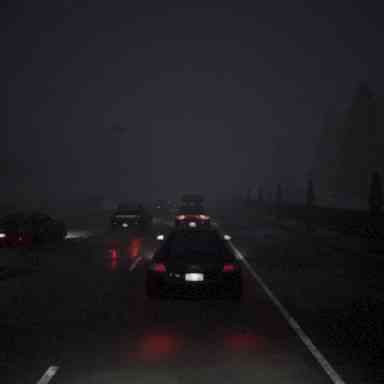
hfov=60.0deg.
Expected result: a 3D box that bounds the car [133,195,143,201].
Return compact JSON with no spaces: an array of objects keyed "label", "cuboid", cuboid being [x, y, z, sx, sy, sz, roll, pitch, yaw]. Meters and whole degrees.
[{"label":"car","cuboid":[-14.461,1.549,89.284,1.812,1.442,4.674,0,0,-1]}]

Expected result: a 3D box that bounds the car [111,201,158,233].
[{"label":"car","cuboid":[-3.474,1.503,19.703,2.128,1.511,4.902,0,0,0]}]

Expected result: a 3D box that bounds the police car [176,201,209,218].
[{"label":"police car","cuboid":[0.024,1.513,19.650,2.038,1.542,4.974,0,0,0]}]

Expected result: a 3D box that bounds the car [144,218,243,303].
[{"label":"car","cuboid":[0.051,1.568,8.251,1.994,1.385,4.181,0,0,0]}]

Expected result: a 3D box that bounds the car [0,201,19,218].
[{"label":"car","cuboid":[-17.714,1.581,30.128,1.994,1.385,4.181,0,0,0]}]

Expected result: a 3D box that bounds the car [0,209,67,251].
[{"label":"car","cuboid":[-6.955,1.572,14.203,1.994,1.385,4.181,0,0,0]}]

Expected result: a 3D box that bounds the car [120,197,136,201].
[{"label":"car","cuboid":[-7.035,1.546,35.337,1.812,1.442,4.674,0,0,0]}]

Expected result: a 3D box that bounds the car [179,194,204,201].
[{"label":"car","cuboid":[-0.018,1.234,31.253,2.150,2.045,5.566,0,-1,0]}]

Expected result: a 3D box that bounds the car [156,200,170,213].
[{"label":"car","cuboid":[-3.542,1.585,37.505,1.994,1.385,4.181,0,0,0]}]

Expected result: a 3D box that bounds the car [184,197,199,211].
[{"label":"car","cuboid":[-0.063,1.479,42.135,1.801,1.575,5.366,0,0,0]}]
